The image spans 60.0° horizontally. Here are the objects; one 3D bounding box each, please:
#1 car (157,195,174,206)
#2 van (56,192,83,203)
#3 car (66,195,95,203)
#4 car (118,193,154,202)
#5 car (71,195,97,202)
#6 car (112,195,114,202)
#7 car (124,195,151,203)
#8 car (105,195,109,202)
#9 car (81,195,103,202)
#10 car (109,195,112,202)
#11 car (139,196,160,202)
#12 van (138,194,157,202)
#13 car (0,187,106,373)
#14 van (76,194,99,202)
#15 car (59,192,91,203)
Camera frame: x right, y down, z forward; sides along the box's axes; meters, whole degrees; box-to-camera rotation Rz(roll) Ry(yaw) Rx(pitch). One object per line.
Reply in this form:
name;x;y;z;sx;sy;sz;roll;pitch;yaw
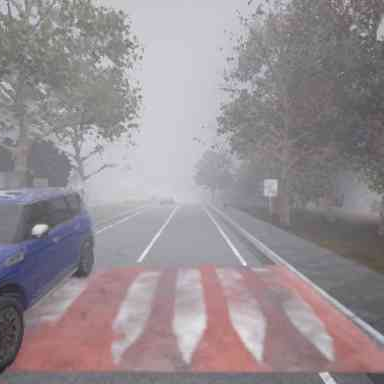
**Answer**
car;-3.509;1.192;47.854;1.812;1.442;4.674;0;0;0
van;-23.779;1.101;64.668;4.442;1.987;1.878;0;-1;0
car;-23.495;1.450;70.323;5.366;1.575;1.946;0;-1;0
car;-10.386;1.263;61.837;5.366;1.575;1.946;0;-1;0
car;-23.683;1.525;73.089;4.892;1.521;2.231;0;-2;0
car;-23.730;1.889;86.936;4.892;1.521;2.231;0;-2;0
car;-10.587;1.316;64.605;4.892;1.521;2.231;0;-1;0
car;-23.711;1.739;81.272;5.008;1.535;2.097;0;-2;0
car;-23.676;1.544;78.631;4.553;1.767;2.185;0;-2;0
car;-23.721;1.815;84.167;5.008;1.535;2.097;0;-2;0
car;-10.651;1.800;84.024;5.008;1.535;2.097;0;-2;0
van;-10.754;1.502;81.254;4.442;1.987;1.878;0;-2;0
car;-3.391;1.016;5.862;2.150;2.045;5.566;-1;3;0
van;-23.815;1.371;75.864;4.442;1.987;1.878;0;-2;0
car;-23.699;1.135;67.560;5.566;2.045;2.435;0;-1;0
